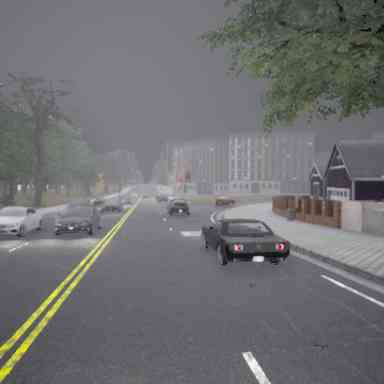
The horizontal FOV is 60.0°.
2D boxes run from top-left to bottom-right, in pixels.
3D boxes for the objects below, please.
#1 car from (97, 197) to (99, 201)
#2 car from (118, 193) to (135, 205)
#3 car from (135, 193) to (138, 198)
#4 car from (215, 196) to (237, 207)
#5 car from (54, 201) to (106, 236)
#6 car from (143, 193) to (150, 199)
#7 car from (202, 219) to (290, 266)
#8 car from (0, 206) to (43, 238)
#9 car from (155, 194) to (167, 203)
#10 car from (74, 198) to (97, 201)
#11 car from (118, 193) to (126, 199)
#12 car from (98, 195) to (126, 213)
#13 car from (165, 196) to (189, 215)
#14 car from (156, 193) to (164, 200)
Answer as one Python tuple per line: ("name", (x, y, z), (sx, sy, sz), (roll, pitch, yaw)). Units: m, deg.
("car", (-13.734, 1.481, 50.783), (1.895, 1.301, 4.718), (0, 0, -8))
("car", (-10.944, 1.355, 54.472), (2.128, 1.511, 4.902), (0, 0, -7))
("car", (-15.802, 0.919, 91.323), (1.882, 1.535, 5.008), (0, 1, -8))
("car", (4.884, 1.297, 47.057), (1.882, 1.535, 5.008), (1, 1, 24))
("car", (-6.095, 1.469, 18.258), (1.837, 1.490, 4.892), (0, 0, -8))
("car", (-11.893, 1.080, 86.637), (2.033, 1.411, 5.357), (0, 1, -8))
("car", (1.569, 1.577, 11.527), (1.895, 1.301, 4.718), (0, 0, -8))
("car", (-9.272, 1.493, 17.501), (1.812, 1.442, 4.674), (0, 0, -8))
("car", (-5.661, 1.302, 64.631), (1.837, 1.490, 4.892), (0, 1, -8))
("car", (-11.615, 1.432, 34.958), (1.837, 1.490, 4.892), (0, 0, -8))
("car", (-18.967, 0.973, 90.478), (1.812, 1.442, 4.674), (0, 1, -8))
("car", (-8.409, 1.401, 35.498), (1.882, 1.535, 5.008), (0, 0, -8))
("car", (-1.402, 1.436, 32.926), (1.837, 1.490, 4.892), (0, 1, -8))
("car", (-8.109, 1.119, 82.872), (1.812, 1.442, 4.674), (0, 1, -8))
